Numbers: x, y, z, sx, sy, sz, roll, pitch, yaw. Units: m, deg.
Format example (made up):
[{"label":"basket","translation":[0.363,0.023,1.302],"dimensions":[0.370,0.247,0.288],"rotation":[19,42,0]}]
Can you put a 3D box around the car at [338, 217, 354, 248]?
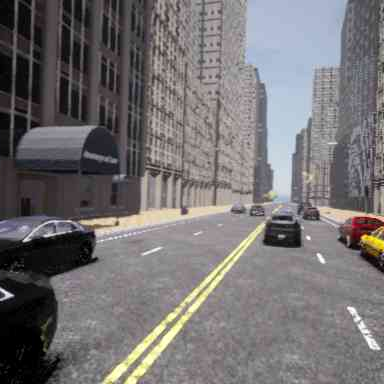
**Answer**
[{"label":"car","translation":[9.061,2.044,17.632],"dimensions":[1.882,1.535,5.008],"rotation":[2,-1,16]}]

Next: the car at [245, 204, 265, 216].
[{"label":"car","translation":[8.612,2.433,44.050],"dimensions":[1.837,1.490,4.892],"rotation":[2,-1,16]}]

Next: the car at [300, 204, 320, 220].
[{"label":"car","translation":[14.600,2.602,40.825],"dimensions":[1.837,1.490,4.892],"rotation":[2,-1,16]}]

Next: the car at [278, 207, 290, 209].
[{"label":"car","translation":[11.796,2.623,42.658],"dimensions":[1.895,1.301,4.718],"rotation":[2,-1,16]}]

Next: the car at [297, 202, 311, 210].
[{"label":"car","translation":[18.171,2.641,53.677],"dimensions":[2.150,2.045,5.566],"rotation":[2,-1,16]}]

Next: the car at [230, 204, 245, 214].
[{"label":"car","translation":[7.092,2.521,50.635],"dimensions":[2.033,1.411,5.357],"rotation":[2,-1,16]}]

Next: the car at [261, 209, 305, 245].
[{"label":"car","translation":[5.010,1.939,18.458],"dimensions":[1.837,1.490,4.892],"rotation":[2,-1,16]}]

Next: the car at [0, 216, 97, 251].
[{"label":"car","translation":[-4.537,1.456,9.223],"dimensions":[2.128,1.511,4.902],"rotation":[2,-1,16]}]

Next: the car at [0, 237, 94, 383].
[{"label":"car","translation":[-3.074,1.416,2.409],"dimensions":[2.128,1.511,4.902],"rotation":[2,-1,16]}]

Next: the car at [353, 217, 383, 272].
[{"label":"car","translation":[7.492,1.888,12.040],"dimensions":[1.801,1.575,5.366],"rotation":[2,-1,16]}]
